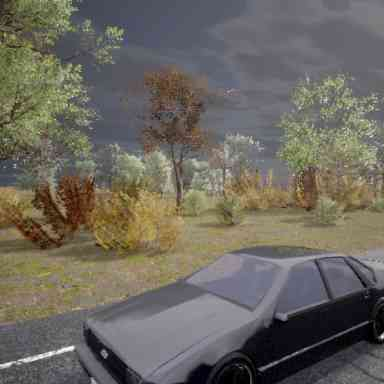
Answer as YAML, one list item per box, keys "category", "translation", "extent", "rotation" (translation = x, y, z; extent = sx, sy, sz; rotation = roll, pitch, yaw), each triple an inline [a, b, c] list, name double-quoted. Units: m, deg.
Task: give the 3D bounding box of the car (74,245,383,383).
- category: "car"
  translation: [1.220, 1.548, 4.852]
  extent: [5.357, 1.411, 2.033]
  rotation: [0, 0, -35]
